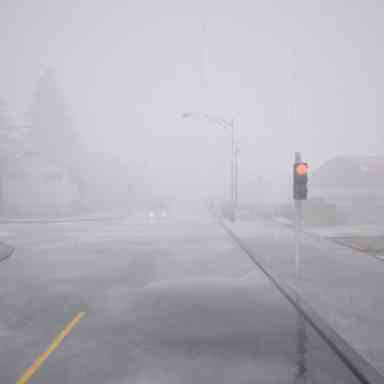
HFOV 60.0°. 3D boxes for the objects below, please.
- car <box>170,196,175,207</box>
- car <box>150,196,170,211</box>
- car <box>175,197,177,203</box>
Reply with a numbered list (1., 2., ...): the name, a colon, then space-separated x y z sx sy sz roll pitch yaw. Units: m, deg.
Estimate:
1. car: -4.099 1.526 51.977 1.812 1.442 4.674 0 0 0
2. car: -4.103 1.505 41.655 1.837 1.490 4.892 0 0 0
3. car: -4.036 1.492 66.378 2.128 1.511 4.902 0 0 1
